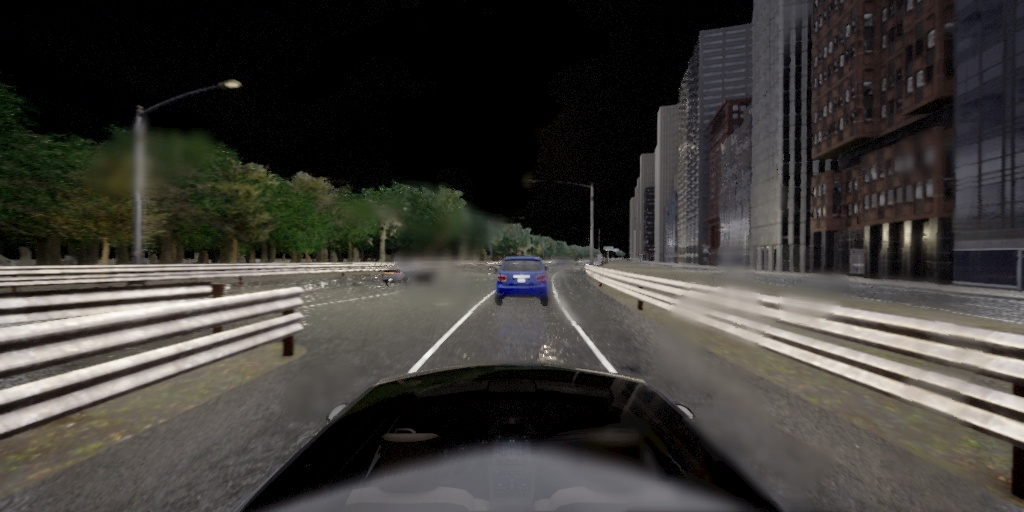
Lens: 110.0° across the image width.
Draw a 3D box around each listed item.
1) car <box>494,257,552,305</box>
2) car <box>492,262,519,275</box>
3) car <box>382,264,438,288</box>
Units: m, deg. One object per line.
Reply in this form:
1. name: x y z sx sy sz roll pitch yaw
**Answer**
1. car: 0.564 1.048 16.649 2.150 2.045 5.566 0 0 4
2. car: -0.733 1.493 45.089 2.128 1.511 4.902 0 0 16
3. car: -6.748 1.287 24.256 2.128 1.511 4.902 1 0 16
